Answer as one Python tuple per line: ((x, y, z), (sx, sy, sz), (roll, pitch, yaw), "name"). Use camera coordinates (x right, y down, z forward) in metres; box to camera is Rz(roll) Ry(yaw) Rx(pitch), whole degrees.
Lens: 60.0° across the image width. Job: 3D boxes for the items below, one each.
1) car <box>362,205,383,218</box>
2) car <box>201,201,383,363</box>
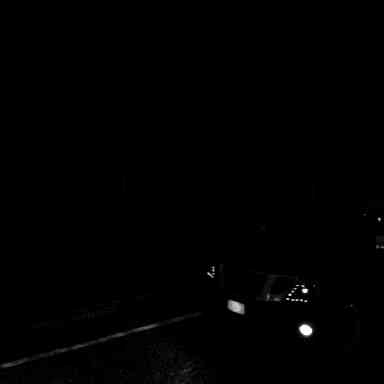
((23.607, 2.386, 42.254), (1.882, 1.535, 5.008), (-1, -3, 8), "car")
((2.739, 1.212, 6.267), (5.566, 2.045, 2.150), (0, 0, -39), "car")
